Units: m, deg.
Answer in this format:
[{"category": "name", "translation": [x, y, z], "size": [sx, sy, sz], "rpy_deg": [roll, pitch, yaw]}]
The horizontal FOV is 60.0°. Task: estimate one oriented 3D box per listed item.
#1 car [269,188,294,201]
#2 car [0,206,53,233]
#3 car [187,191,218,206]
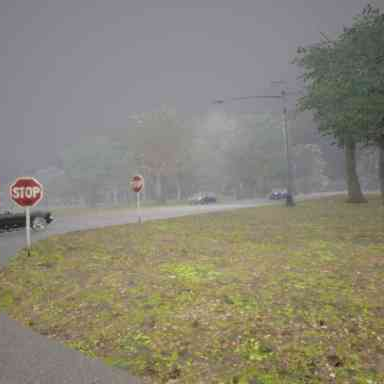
[{"category": "car", "translation": [12.047, 0.213, 44.594], "size": [2.097, 1.767, 4.553], "rpy_deg": [-4, -1, 34]}, {"category": "car", "translation": [-8.548, 1.229, 14.329], "size": [1.895, 1.301, 4.718], "rpy_deg": [-3, 1, 34]}, {"category": "car", "translation": [1.336, 0.749, 41.300], "size": [2.097, 1.767, 4.553], "rpy_deg": [-4, -1, 34]}]
